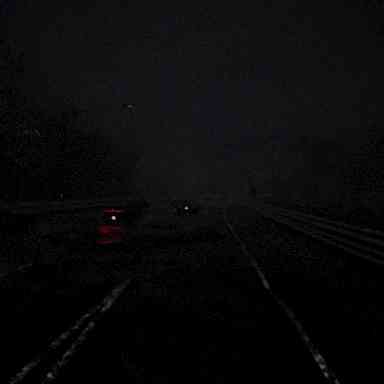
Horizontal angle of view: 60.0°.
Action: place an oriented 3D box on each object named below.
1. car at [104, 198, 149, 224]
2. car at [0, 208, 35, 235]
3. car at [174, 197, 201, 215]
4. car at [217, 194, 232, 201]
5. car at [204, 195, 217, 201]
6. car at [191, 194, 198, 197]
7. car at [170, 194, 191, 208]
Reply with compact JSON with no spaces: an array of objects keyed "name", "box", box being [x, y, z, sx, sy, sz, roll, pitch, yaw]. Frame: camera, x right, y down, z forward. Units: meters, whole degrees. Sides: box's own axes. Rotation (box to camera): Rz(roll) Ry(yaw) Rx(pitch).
[{"name":"car","box":[-4.953,1.466,24.779,1.837,1.490,4.892,0,0,7]},{"name":"car","box":[-9.558,1.489,16.038,1.812,1.442,4.674,0,0,7]},{"name":"car","box":[-0.232,1.521,33.490,1.994,1.385,4.181,0,0,8]},{"name":"car","box":[7.716,1.453,79.555,2.128,1.511,4.902,0,0,12]},{"name":"car","box":[4.082,1.448,79.258,1.812,1.442,4.674,0,0,12]},{"name":"car","box":[0.440,1.274,78.903,2.097,1.767,4.553,0,0,12]},{"name":"car","box":[-1.793,1.419,46.653,1.882,1.535,5.008,0,0,9]}]
